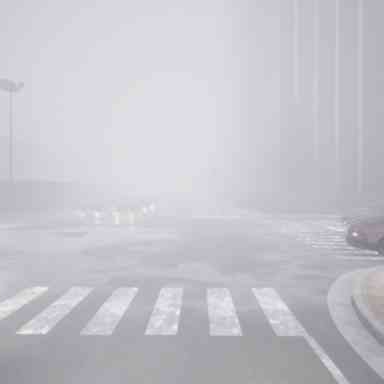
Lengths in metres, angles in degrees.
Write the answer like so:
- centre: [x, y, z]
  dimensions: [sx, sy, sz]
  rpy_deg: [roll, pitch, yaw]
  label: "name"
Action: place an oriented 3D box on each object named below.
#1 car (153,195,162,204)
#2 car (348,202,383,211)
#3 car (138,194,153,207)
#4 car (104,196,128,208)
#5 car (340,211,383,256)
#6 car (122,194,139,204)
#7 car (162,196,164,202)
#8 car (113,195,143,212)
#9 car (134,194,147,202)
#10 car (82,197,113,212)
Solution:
- centre: [-6.720, 1.187, 54.539]
  dimensions: [2.128, 1.511, 4.902]
  rpy_deg: [0, 0, 1]
  label: "car"
- centre: [11.864, 1.492, 19.971]
  dimensions: [5.357, 1.411, 2.033]
  rpy_deg: [0, 0, 0]
  label: "car"
- centre: [-6.808, 1.274, 45.012]
  dimensions: [1.812, 1.442, 4.674]
  rpy_deg: [0, 0, 0]
  label: "car"
- centre: [-10.309, 1.292, 45.632]
  dimensions: [2.033, 1.411, 5.357]
  rpy_deg: [0, 0, 0]
  label: "car"
- centre: [8.122, 1.552, 12.598]
  dimensions: [4.181, 1.385, 1.994]
  rpy_deg: [0, 0, -4]
  label: "car"
- centre: [-10.203, 1.168, 55.484]
  dimensions: [1.882, 1.535, 5.008]
  rpy_deg: [0, 0, 1]
  label: "car"
- centre: [-6.599, 1.205, 64.258]
  dimensions: [1.994, 1.385, 4.181]
  rpy_deg: [0, 0, 0]
  label: "car"
- centre: [-6.870, 1.324, 36.032]
  dimensions: [1.812, 1.442, 4.674]
  rpy_deg: [0, 0, 0]
  label: "car"
- centre: [-10.091, 1.160, 65.530]
  dimensions: [1.812, 1.442, 4.674]
  rpy_deg: [0, 0, 0]
  label: "car"
- centre: [-10.370, 1.324, 36.052]
  dimensions: [1.812, 1.442, 4.674]
  rpy_deg: [0, 0, 0]
  label: "car"
